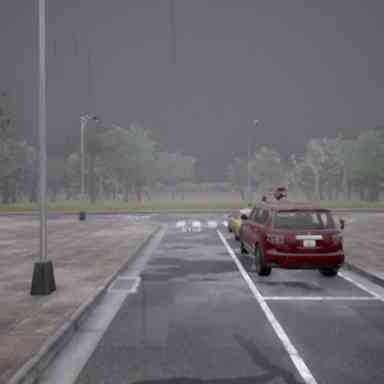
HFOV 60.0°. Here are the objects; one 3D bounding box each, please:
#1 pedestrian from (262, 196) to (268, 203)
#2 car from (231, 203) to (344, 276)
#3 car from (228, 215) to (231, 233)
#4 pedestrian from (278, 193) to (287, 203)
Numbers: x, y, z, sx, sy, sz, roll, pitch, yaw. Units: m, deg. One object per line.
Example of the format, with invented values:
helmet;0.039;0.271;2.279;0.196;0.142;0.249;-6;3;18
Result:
pedestrian;4.140;1.108;18.856;0.375;1.860;0.375;0;1;0
car;2.650;1.217;9.880;2.192;1.841;5.009;0;1;0
car;2.658;1.372;15.597;1.752;1.417;4.829;0;1;0
pedestrian;5.427;0.945;20.052;0.375;1.860;0.375;0;1;0
